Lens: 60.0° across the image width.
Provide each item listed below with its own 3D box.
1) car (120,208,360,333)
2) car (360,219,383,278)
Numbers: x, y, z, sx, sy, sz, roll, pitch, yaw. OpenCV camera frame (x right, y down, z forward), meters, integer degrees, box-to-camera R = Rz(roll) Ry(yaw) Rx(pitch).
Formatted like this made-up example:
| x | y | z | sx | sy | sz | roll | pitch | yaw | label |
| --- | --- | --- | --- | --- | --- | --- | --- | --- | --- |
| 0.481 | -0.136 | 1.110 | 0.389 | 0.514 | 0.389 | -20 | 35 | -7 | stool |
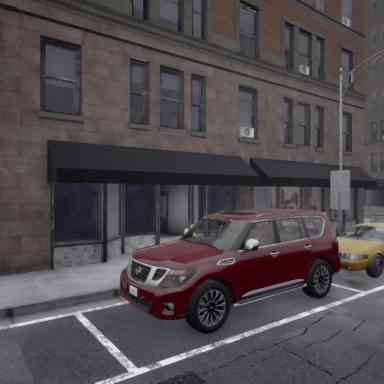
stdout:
| x | y | z | sx | sy | sz | roll | pitch | yaw | label |
| --- | --- | --- | --- | --- | --- | --- | --- | --- | --- |
| 1.077 | 1.315 | 6.963 | 5.009 | 1.841 | 2.192 | 0 | 0 | -35 | car |
| 5.564 | 1.525 | 10.157 | 4.829 | 1.417 | 1.752 | 0 | 0 | -35 | car |
